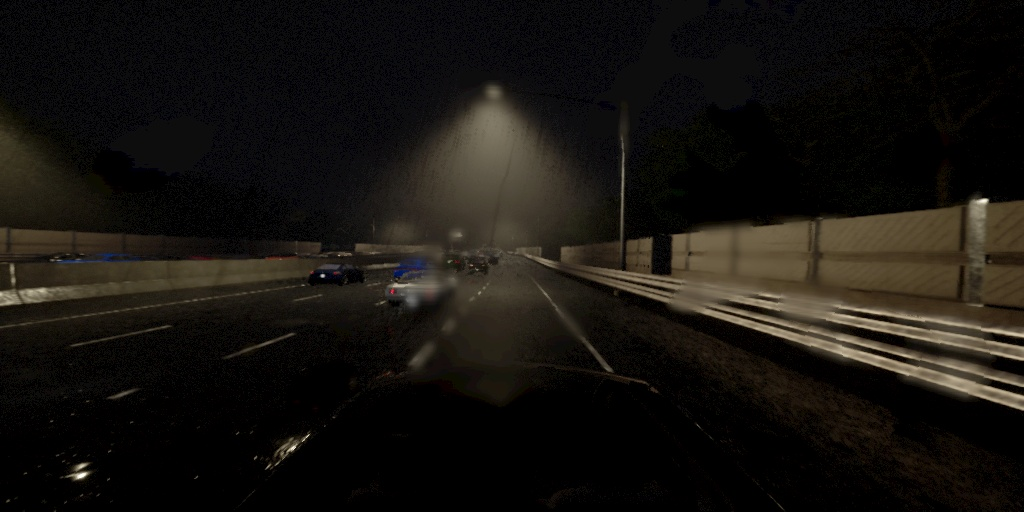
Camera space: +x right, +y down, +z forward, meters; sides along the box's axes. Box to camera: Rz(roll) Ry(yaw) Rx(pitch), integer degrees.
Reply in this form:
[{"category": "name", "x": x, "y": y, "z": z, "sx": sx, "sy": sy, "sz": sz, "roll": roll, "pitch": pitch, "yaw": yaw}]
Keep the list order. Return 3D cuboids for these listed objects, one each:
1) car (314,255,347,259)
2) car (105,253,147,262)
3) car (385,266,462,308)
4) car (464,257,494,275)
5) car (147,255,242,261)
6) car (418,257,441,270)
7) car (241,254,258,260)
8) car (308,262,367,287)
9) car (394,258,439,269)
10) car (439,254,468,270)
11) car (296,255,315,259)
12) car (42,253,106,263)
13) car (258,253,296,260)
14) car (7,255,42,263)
[{"category": "car", "x": -20.960, "y": 0.714, "z": 42.621, "sx": 1.837, "sy": 1.490, "sz": 4.892, "roll": 1, "pitch": 0, "yaw": 0}, {"category": "car", "x": -24.505, "y": 0.698, "z": 24.886, "sx": 1.812, "sy": 1.442, "sz": 4.674, "roll": 1, "pitch": 0, "yaw": 0}, {"category": "car", "x": -3.463, "y": 1.268, "z": 14.652, "sx": 1.895, "sy": 1.301, "sz": 4.718, "roll": 1, "pitch": 0, "yaw": 0}, {"category": "car", "x": -3.429, "y": 1.141, "z": 37.820, "sx": 2.128, "sy": 1.511, "sz": 4.902, "roll": 1, "pitch": 0, "yaw": 0}, {"category": "car", "x": -21.013, "y": 0.780, "z": 24.032, "sx": 1.812, "sy": 1.442, "sz": 4.674, "roll": 1, "pitch": 0, "yaw": 1}, {"category": "car", "x": -10.442, "y": 0.951, "z": 45.790, "sx": 1.812, "sy": 1.442, "sz": 4.674, "roll": 1, "pitch": 1, "yaw": 0}, {"category": "car", "x": -31.452, "y": 0.488, "z": 42.489, "sx": 1.812, "sy": 1.442, "sz": 4.674, "roll": 1, "pitch": 0, "yaw": 0}, {"category": "car", "x": -10.440, "y": 1.066, "z": 21.790, "sx": 1.994, "sy": 1.385, "sz": 4.181, "roll": 1, "pitch": 0, "yaw": 0}, {"category": "car", "x": -6.932, "y": 1.062, "z": 25.816, "sx": 1.882, "sy": 1.535, "sz": 5.008, "roll": 1, "pitch": 0, "yaw": 0}, {"category": "car", "x": -6.929, "y": 0.761, "z": 42.642, "sx": 2.150, "sy": 2.045, "sz": 5.566, "roll": 1, "pitch": 0, "yaw": 0}, {"category": "car", "x": -24.440, "y": 0.632, "z": 44.860, "sx": 1.812, "sy": 1.442, "sz": 4.674, "roll": 1, "pitch": 0, "yaw": 0}, {"category": "car", "x": -28.002, "y": 0.568, "z": 24.735, "sx": 1.882, "sy": 1.535, "sz": 5.008, "roll": 1, "pitch": 0, "yaw": 0}, {"category": "car", "x": -27.944, "y": 0.386, "z": 43.715, "sx": 2.097, "sy": 1.767, "sz": 4.553, "roll": 1, "pitch": 1, "yaw": 0}, {"category": "car", "x": -31.497, "y": 0.515, "z": 24.948, "sx": 1.837, "sy": 1.490, "sz": 4.892, "roll": 1, "pitch": -1, "yaw": 0}]
